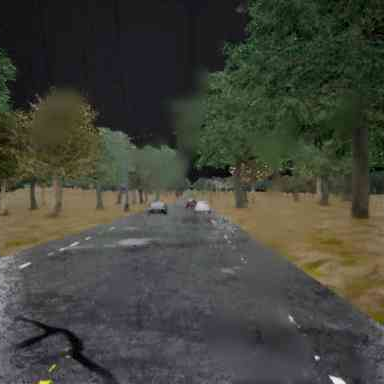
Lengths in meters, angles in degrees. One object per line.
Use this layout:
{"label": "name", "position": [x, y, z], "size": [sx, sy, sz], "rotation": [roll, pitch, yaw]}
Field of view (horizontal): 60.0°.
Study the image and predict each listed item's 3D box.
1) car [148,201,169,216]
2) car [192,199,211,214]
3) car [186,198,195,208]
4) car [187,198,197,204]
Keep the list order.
{"label": "car", "position": [-3.592, 1.736, 35.845], "size": [1.882, 1.535, 5.008], "rotation": [0, -1, 0]}
{"label": "car", "position": [1.228, 1.827, 40.235], "size": [1.812, 1.442, 4.674], "rotation": [0, -1, 0]}
{"label": "car", "position": [0.004, 1.945, 57.283], "size": [1.882, 1.535, 5.008], "rotation": [0, -1, 0]}
{"label": "car", "position": [0.005, 2.102, 78.659], "size": [2.128, 1.511, 4.902], "rotation": [0, -1, 0]}
